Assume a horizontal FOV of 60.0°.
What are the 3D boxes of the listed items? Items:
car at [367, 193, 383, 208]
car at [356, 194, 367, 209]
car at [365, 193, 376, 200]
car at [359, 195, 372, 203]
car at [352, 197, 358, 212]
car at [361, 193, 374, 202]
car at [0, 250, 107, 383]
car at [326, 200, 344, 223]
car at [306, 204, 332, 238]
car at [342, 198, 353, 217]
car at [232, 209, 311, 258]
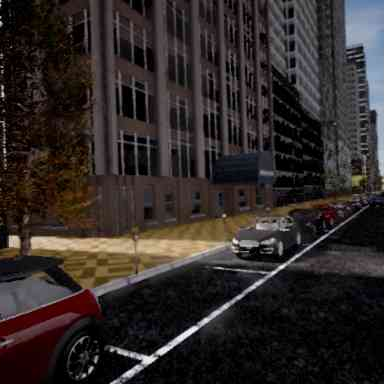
[{"bbox_3d":[23.785,1.259,42.479,2.033,1.411,5.357,-2,-1,31],"label":"car"},{"bbox_3d":[20.537,1.360,42.177,2.008,1.369,4.403,-3,-1,31],"label":"car"},{"bbox_3d":[40.909,1.058,76.152,1.752,1.417,4.829,-3,-1,31],"label":"car"},{"bbox_3d":[32.230,1.232,61.674,1.802,1.307,4.206,-3,-1,31],"label":"car"},{"bbox_3d":[14.693,1.470,32.428,1.802,1.307,4.206,-3,-1,31],"label":"car"},{"bbox_3d":[35.147,1.051,66.550,1.967,1.590,4.097,-3,-1,31],"label":"car"},{"bbox_3d":[-2.849,1.564,3.185,1.967,1.590,4.097,-3,-1,31],"label":"car"},{"bbox_3d":[8.846,1.511,22.680,1.887,1.381,4.507,-3,-1,31],"label":"car"},{"bbox_3d":[5.924,1.572,17.805,1.947,1.339,4.313,-3,-1,31],"label":"car"},{"bbox_3d":[11.768,1.478,27.555,2.008,1.369,4.403,-3,-1,31],"label":"car"},{"bbox_3d":[3.000,1.596,12.931,2.008,1.369,4.403,-3,-1,31],"label":"car"}]
